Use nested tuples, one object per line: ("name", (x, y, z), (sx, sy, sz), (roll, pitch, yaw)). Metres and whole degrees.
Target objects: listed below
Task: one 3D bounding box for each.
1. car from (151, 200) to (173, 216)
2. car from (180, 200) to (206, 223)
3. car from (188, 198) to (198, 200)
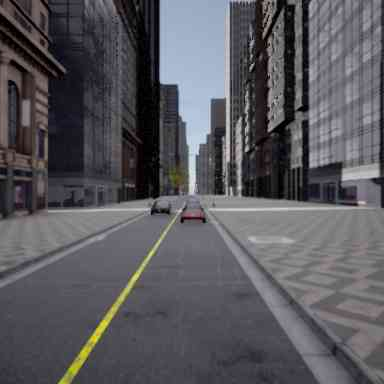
("car", (-2.983, 1.519, 33.371), (1.882, 1.535, 5.008), (0, 0, 0))
("car", (0.100, 1.601, 26.271), (1.994, 1.385, 4.181), (0, 0, 0))
("car", (0.116, 1.546, 43.280), (2.128, 1.511, 4.902), (0, 0, 0))
